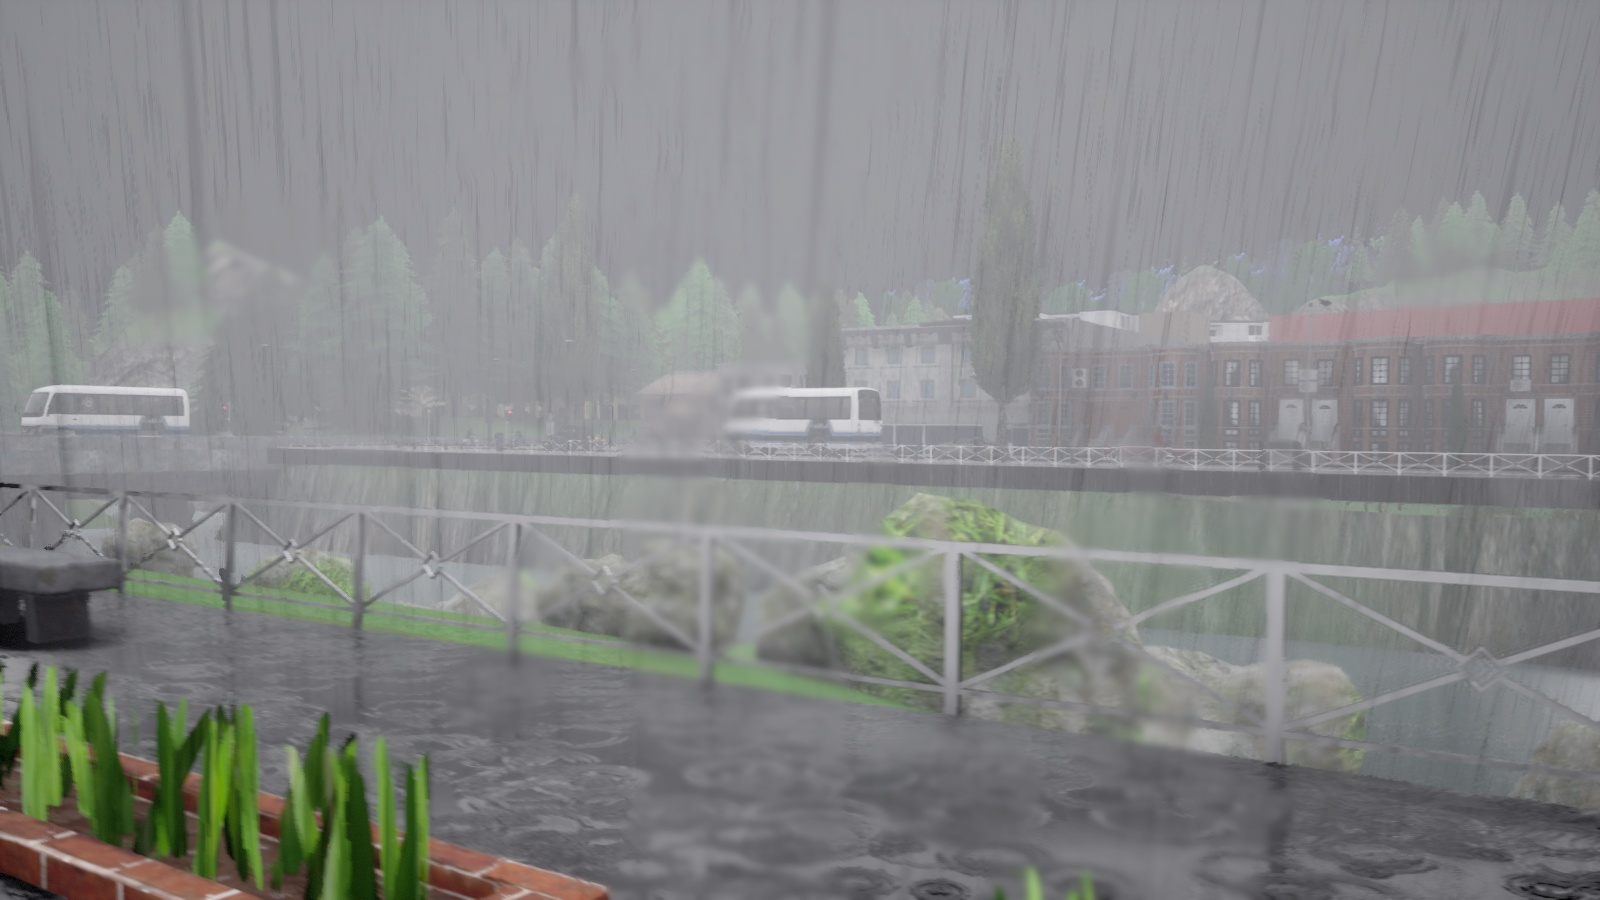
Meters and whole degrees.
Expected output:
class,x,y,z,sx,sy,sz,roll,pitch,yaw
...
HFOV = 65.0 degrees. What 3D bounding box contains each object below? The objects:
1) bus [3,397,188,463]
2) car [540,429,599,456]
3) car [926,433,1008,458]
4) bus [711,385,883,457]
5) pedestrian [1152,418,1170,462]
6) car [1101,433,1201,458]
class,x,y,z,sx,sy,sz,roll,pitch,yaw
bus,-47.958,-1.382,85.869,3.944,4.253,10.273,0,1,37
car,-16.348,-0.540,89.089,3.866,1.878,1.905,0,1,34
car,9.552,-0.272,71.898,4.181,1.385,1.994,0,1,34
bus,-0.261,-1.713,78.385,10.273,4.253,3.944,0,1,34
pedestrian,15.369,-0.428,53.457,0.636,1.846,0.331,0,1,34
car,18.434,-0.236,66.001,4.718,1.301,1.895,0,1,34
